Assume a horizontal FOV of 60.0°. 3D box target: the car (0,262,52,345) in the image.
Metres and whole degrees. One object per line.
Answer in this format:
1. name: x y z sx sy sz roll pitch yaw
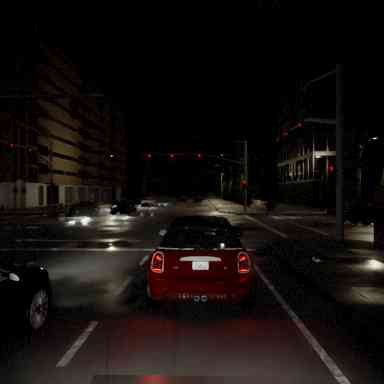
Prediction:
1. car: -3.395 1.492 3.911 2.128 1.511 4.902 0 0 1

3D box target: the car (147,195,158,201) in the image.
1. car: -9.139 1.431 77.072 1.895 1.301 4.718 0 0 2

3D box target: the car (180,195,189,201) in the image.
1. car: -1.927 1.540 83.967 2.033 1.411 5.357 0 0 2

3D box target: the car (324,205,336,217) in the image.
1. car: 14.516 1.547 30.045 4.902 1.511 2.128 0 0 1

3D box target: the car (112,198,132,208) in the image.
1. car: -10.072 1.601 48.264 1.895 1.301 4.718 0 0 1

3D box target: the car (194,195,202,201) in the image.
1. car: 1.576 1.478 84.013 1.882 1.535 5.008 0 0 2

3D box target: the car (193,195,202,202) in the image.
1. car: 1.271 1.478 73.859 1.882 1.535 5.008 0 0 2

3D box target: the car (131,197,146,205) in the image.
1. car: -9.695 1.563 60.897 1.994 1.385 4.181 0 0 2

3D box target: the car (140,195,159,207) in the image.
1. car: -6.535 1.525 49.718 1.812 1.442 4.674 0 0 1

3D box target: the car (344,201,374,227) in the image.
1. car: 12.983 1.547 22.882 4.902 1.511 2.128 0 0 1

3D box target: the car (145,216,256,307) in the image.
1. car: 0.223 1.352 8.139 2.097 1.767 4.553 0 0 2

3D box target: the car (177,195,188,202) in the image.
1. car: -2.228 1.524 73.881 2.128 1.511 4.902 0 0 2

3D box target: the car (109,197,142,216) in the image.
1. car: -6.757 1.570 33.273 2.033 1.411 5.357 0 0 0

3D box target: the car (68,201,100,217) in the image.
1. car: -10.262 1.594 31.856 1.994 1.385 4.181 0 0 0

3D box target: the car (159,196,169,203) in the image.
1. car: -5.906 1.564 68.410 1.994 1.385 4.181 0 0 2
